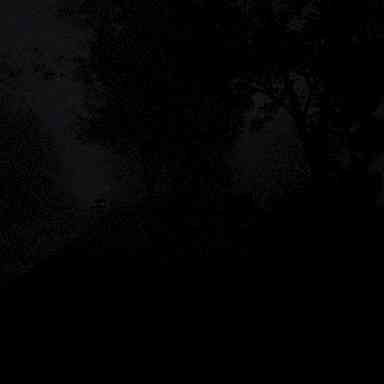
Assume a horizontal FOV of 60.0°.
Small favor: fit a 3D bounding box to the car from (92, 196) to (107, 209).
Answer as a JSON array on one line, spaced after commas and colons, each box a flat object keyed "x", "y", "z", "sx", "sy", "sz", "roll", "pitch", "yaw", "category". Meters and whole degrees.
[{"x": -13.228, "y": 1.682, "z": 47.566, "sx": 2.033, "sy": 1.411, "sz": 5.357, "roll": -1, "pitch": 1, "yaw": -12, "category": "car"}]

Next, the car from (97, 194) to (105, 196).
[{"x": -17.611, "y": 1.147, "z": 64.464, "sx": 2.128, "sy": 1.511, "sz": 4.902, "roll": 0, "pitch": 2, "yaw": -17, "category": "car"}]
